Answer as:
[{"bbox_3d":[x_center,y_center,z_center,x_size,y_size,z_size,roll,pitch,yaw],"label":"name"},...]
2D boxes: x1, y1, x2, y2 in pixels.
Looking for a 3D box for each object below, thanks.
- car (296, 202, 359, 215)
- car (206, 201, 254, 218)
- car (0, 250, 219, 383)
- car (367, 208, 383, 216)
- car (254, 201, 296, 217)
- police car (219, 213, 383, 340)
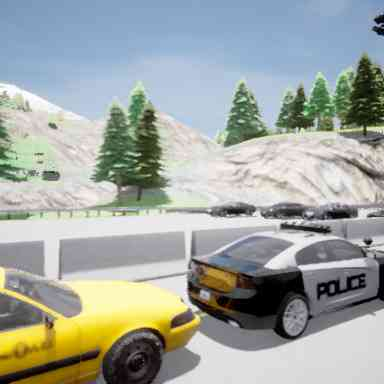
[{"bbox_3d":[11.196,1.599,26.713,4.902,1.511,2.128,1,0,-27],"label":"car"},{"bbox_3d":[3.645,1.559,30.655,4.902,1.511,2.128,0,0,-28],"label":"car"},{"bbox_3d":[-2.392,1.445,3.471,5.366,1.575,1.801,0,0,-35],"label":"car"},{"bbox_3d":[15.516,1.677,24.949,5.357,1.411,2.033,0,0,-26],"label":"car"},{"bbox_3d":[8.171,1.598,29.090,4.892,1.490,1.837,1,0,-27],"label":"car"},{"bbox_3d":[2.374,1.449,6.710,5.238,1.638,1.930,0,0,-33],"label":"police car"}]
